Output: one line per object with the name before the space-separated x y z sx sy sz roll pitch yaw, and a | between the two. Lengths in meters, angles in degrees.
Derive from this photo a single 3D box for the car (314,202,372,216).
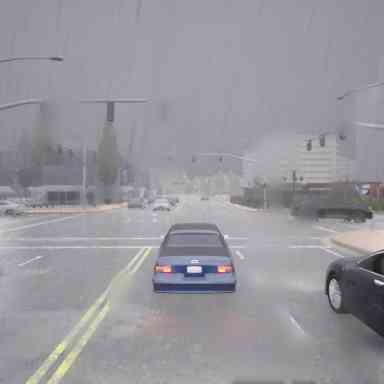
car | 14.351 1.601 31.871 4.718 1.301 1.895 0 0 1

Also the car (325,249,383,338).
car | 3.548 1.505 4.706 1.837 1.490 4.892 0 0 0

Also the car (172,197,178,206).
car | -3.752 1.506 53.415 1.837 1.490 4.892 0 0 0

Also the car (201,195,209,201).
car | 3.245 1.553 84.630 1.994 1.385 4.181 0 0 0

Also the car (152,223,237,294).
car | 0.055 1.547 8.952 2.033 1.411 5.357 0 0 0

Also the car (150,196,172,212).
car | -3.484 1.526 38.239 1.812 1.442 4.674 0 0 -3

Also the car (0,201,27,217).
car | -17.808 1.526 30.849 4.674 1.442 1.812 0 0 -3

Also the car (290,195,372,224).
car | 10.062 1.221 24.402 5.566 2.045 2.150 0 1 3

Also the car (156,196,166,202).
car | -7.232 1.584 77.021 1.895 1.301 4.718 0 0 0

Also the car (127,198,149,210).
car | -7.229 1.505 43.486 1.837 1.490 4.892 0 0 0

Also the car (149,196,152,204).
car | -7.247 1.506 61.962 1.837 1.490 4.892 0 0 0
